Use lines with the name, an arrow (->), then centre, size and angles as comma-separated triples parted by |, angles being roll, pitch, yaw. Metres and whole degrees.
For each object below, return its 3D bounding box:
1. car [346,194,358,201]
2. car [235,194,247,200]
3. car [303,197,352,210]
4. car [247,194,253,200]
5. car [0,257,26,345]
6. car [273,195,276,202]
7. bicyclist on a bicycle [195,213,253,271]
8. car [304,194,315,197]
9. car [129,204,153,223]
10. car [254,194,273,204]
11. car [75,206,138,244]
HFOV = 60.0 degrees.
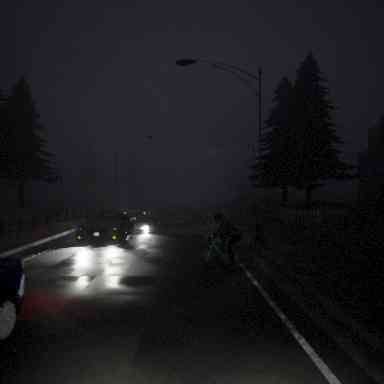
car -> 37.118, 1.263, 77.109 | 2.007, 1.523, 4.514 | 0, 0, -1
car -> 12.019, 1.302, 84.360 | 2.007, 1.523, 4.514 | 0, 0, -1
car -> 16.567, 1.567, 40.938 | 4.718, 1.301, 1.895 | 0, 0, 1
car -> 15.155, 1.293, 84.464 | 2.152, 1.636, 5.027 | 0, 0, -1
car -> -3.657, 1.476, 3.487 | 1.882, 1.535, 5.008 | 0, 0, -1
car -> 15.316, 1.355, 65.798 | 1.970, 1.475, 3.806 | 0, 0, -1
bicyclist on a bicycle -> 0.899, 1.426, 9.388 | 1.656, 1.620, 0.582 | 0, 0, -2
car -> 27.125, 1.285, 76.986 | 1.845, 1.501, 3.633 | 0, 0, -1
car -> -4.159, 1.590, 25.899 | 1.895, 1.301, 4.718 | 0, 0, -1
car -> 12.458, 1.348, 58.329 | 1.845, 1.501, 3.633 | 0, 0, -1
car -> -3.960, 1.557, 15.668 | 1.994, 1.385, 4.181 | 0, 0, -1
